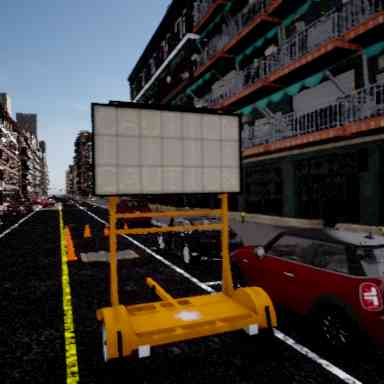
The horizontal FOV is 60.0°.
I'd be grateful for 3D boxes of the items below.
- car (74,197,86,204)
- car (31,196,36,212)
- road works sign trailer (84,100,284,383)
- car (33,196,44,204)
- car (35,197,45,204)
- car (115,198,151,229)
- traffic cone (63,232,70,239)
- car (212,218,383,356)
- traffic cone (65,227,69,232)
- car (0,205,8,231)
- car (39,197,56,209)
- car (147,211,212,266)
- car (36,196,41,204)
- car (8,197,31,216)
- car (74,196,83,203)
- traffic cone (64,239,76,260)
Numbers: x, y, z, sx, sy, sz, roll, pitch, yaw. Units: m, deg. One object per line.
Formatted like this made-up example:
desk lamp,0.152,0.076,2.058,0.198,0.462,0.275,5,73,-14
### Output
car,-23.024,1.692,69.117,1.752,1.417,4.829,-1,0,-22
car,-20.261,1.531,39.686,2.192,1.841,5.009,-1,0,-22
road works sign trailer,-0.368,0.449,5.295,2.380,3.560,2.880,-1,0,-22
car,-32.838,1.766,71.077,1.967,1.590,4.097,-1,0,-22
car,-34.933,1.888,76.310,1.887,1.381,4.507,-1,0,-22
car,-4.094,1.313,21.872,2.192,1.841,5.009,-1,0,-22
traffic cone,-4.874,1.994,13.180,0.340,0.580,0.340,-1,0,-22
car,2.196,1.379,6.176,1.967,1.590,4.097,-1,0,-22
traffic cone,-5.617,2.001,15.036,0.340,0.580,0.340,-1,0,-22
car,-11.808,1.665,18.600,1.752,1.417,4.829,-1,0,-22
car,-22.046,1.809,51.379,1.895,1.301,4.718,-1,0,-22
car,0.102,1.510,11.408,2.008,1.369,4.403,-1,0,-22
car,-30.743,1.623,65.846,2.192,1.841,5.009,-1,0,-22
car,-18.163,1.638,34.454,1.967,1.590,4.097,-1,0,-22
car,-27.154,1.746,79.423,1.887,1.381,4.507,-1,0,-22
traffic cone,-4.130,1.987,11.324,0.340,0.580,0.340,-1,0,-22
